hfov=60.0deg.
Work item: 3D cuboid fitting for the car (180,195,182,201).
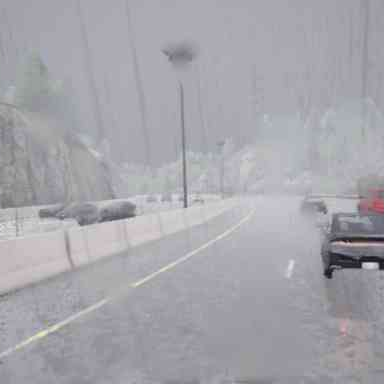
[{"bbox_3d":[-2.051,1.396,73.260,1.882,1.535,5.008,-2,0,0],"label":"car"}]

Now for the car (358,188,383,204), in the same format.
[{"bbox_3d":[11.853,0.759,20.637,2.150,2.045,5.566,-2,0,16],"label":"car"}]

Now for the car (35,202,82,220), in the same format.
[{"bbox_3d":[-13.668,1.895,34.464,1.882,1.535,5.008,-2,0,13],"label":"car"}]

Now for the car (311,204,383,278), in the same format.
[{"bbox_3d":[4.563,1.310,9.294,2.128,1.511,4.902,-2,0,20],"label":"car"}]

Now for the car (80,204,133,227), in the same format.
[{"bbox_3d":[-5.847,1.763,23.042,1.895,1.301,4.718,-2,0,16],"label":"car"}]

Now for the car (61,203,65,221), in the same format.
[{"bbox_3d":[-10.764,1.825,31.637,1.837,1.490,4.892,-2,0,14],"label":"car"}]

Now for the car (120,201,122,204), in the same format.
[{"bbox_3d":[-7.016,1.663,32.241,1.882,1.535,5.008,-2,0,13],"label":"car"}]

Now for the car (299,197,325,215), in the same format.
[{"bbox_3d":[10.128,1.110,27.951,1.812,1.442,4.674,-2,0,14],"label":"car"}]
